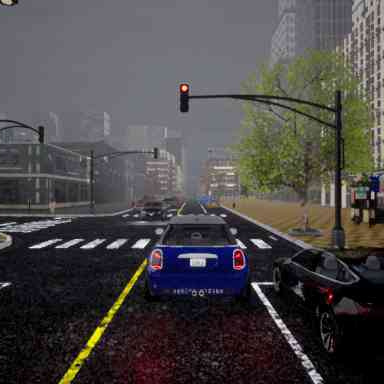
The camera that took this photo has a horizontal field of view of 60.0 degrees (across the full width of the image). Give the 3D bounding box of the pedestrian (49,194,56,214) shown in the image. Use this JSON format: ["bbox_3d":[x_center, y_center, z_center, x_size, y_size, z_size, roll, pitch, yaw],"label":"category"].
[{"bbox_3d":[-12.709,1.039,30.250,0.375,1.860,0.375,0,-1,-1],"label":"pedestrian"}]

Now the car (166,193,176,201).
[{"bbox_3d":[-5.568,1.324,88.196,2.192,1.841,5.009,0,0,0],"label":"car"}]

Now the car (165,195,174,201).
[{"bbox_3d":[-5.576,1.559,82.645,2.008,1.369,4.403,0,0,0],"label":"car"}]

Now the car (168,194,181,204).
[{"bbox_3d":[-2.989,1.483,60.178,1.882,1.535,5.008,0,0,0],"label":"car"}]

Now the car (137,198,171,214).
[{"bbox_3d":[-3.064,1.509,27.462,1.837,1.490,4.892,0,-1,0],"label":"car"}]

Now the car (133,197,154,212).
[{"bbox_3d":[-5.636,1.585,38.236,1.802,1.307,4.206,0,0,0],"label":"car"}]

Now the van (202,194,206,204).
[{"bbox_3d":[2.761,1.345,49.330,1.690,1.788,3.998,0,0,0],"label":"van"}]

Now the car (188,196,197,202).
[{"bbox_3d":[0.107,1.548,79.251,2.033,1.411,5.357,0,0,0],"label":"car"}]

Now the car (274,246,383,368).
[{"bbox_3d":[2.701,1.566,5.749,1.947,1.339,4.313,0,0,0],"label":"car"}]

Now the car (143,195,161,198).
[{"bbox_3d":[-5.627,1.318,43.787,2.192,1.841,5.009,0,0,0],"label":"car"}]

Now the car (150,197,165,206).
[{"bbox_3d":[-5.613,1.555,54.890,2.008,1.369,4.403,0,0,0],"label":"car"}]

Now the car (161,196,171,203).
[{"bbox_3d":[-5.591,1.532,71.373,1.752,1.417,4.829,0,0,0],"label":"car"}]

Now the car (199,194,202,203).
[{"bbox_3d":[2.774,1.556,60.432,2.008,1.369,4.403,0,0,0],"label":"car"}]

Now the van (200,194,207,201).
[{"bbox_3d":[2.806,1.349,82.636,1.690,1.788,3.998,0,0,0],"label":"van"}]

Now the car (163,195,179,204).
[{"bbox_3d":[-3.043,1.529,44.800,1.812,1.442,4.674,0,0,0],"label":"car"}]

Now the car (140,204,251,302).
[{"bbox_3d":[0.112,1.353,8.417,2.097,1.767,4.553,0,0,0],"label":"car"}]

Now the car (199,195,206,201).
[{"bbox_3d":[2.812,1.534,88.357,1.752,1.417,4.829,0,0,0],"label":"car"}]

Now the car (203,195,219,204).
[{"bbox_3d":[2.752,1.528,43.948,1.752,1.417,4.829,0,0,0],"label":"car"}]
